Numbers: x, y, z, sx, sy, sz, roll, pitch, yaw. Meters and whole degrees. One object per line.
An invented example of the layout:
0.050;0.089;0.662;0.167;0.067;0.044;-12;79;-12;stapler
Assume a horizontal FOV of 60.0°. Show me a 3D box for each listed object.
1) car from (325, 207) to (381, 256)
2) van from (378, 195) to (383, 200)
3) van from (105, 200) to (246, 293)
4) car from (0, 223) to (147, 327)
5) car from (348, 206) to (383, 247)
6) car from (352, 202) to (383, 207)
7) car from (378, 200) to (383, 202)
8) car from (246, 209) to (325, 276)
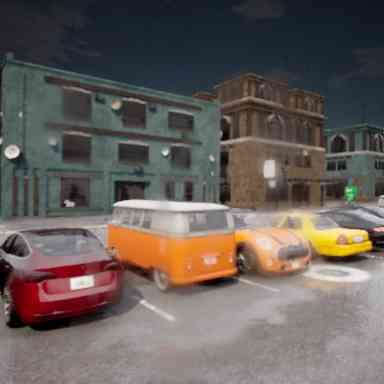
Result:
3.589;1.422;12.232;1.946;1.575;5.366;0;0;-35;car
12.828;1.132;18.449;1.878;1.987;4.442;0;0;-35;van
-0.853;1.231;8.980;1.878;1.987;4.442;0;0;-36;van
-3.119;1.502;7.256;2.163;1.488;4.792;0;0;-35;car
5.964;1.450;13.695;2.002;1.452;4.674;0;0;-35;car
8.226;1.392;15.318;2.097;1.535;5.008;0;0;-35;car
10.498;1.375;16.925;2.097;1.535;5.008;0;0;-35;car
1.412;1.316;10.490;2.185;1.767;4.553;0;0;-35;car
